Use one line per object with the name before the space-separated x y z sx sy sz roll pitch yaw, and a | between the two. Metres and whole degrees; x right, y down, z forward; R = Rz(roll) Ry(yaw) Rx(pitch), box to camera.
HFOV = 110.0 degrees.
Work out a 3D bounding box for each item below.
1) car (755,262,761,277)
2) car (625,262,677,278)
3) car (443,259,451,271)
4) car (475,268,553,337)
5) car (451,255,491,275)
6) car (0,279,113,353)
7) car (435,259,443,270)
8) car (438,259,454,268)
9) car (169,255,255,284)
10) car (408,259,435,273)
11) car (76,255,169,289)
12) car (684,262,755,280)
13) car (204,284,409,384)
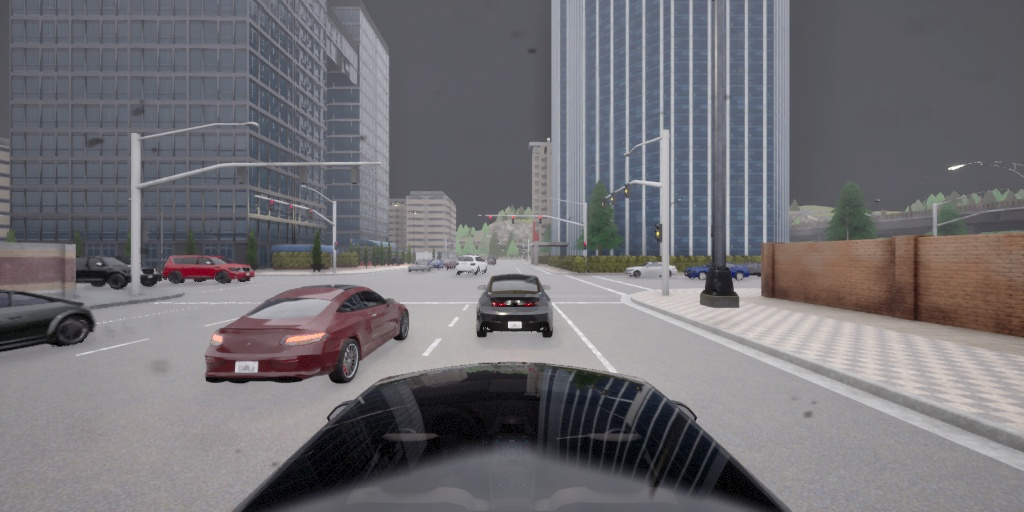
car | 22.614 1.297 33.817 5.357 1.411 2.033 0 0 -1
car | 13.027 1.276 33.713 4.674 1.442 1.812 0 0 1
car | -7.912 1.351 49.641 1.895 1.301 4.718 0 0 -1
car | 0.064 1.255 10.224 1.837 1.490 4.892 0 0 0
car | -4.255 0.971 38.220 2.150 2.045 5.566 1 0 11
car | -10.667 1.314 6.561 1.994 1.385 4.181 0 0 -1
car | -11.473 1.227 53.826 1.882 1.535 5.008 0 0 -1
car | -11.596 1.227 63.457 1.882 1.535 5.008 0 0 0
car | -22.086 0.971 26.208 5.566 2.045 2.150 0 0 -1
car | -11.395 1.351 44.434 1.895 1.301 4.718 0 0 1
car | -25.666 0.972 22.674 5.566 2.045 2.150 0 0 -1
car | 17.209 1.228 30.269 5.008 1.535 1.882 0 0 -1
car | -3.438 1.276 6.958 1.812 1.442 4.674 0 0 0
